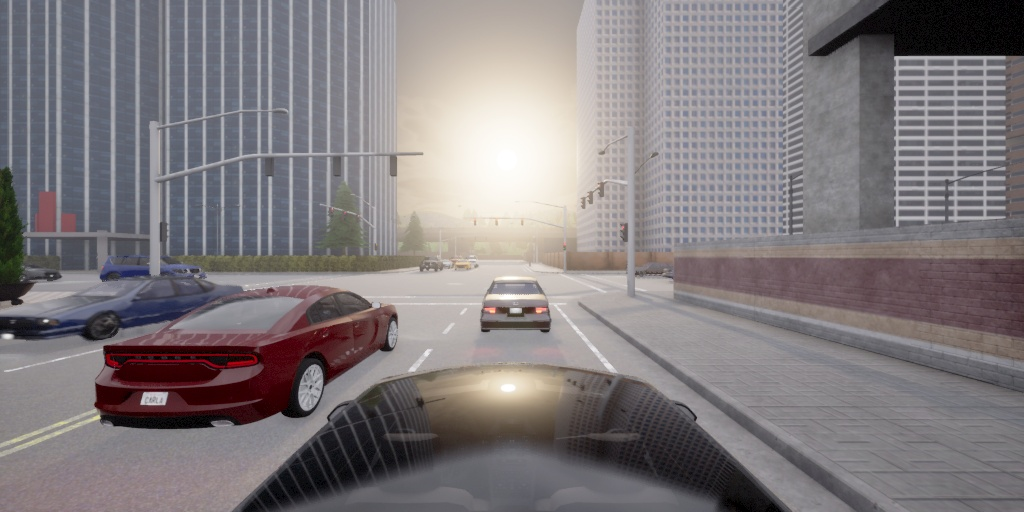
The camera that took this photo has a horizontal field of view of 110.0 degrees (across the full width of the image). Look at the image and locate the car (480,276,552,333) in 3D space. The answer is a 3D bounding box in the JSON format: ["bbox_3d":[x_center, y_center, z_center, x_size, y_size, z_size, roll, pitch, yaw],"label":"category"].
[{"bbox_3d":[0.090,1.297,10.757,2.033,1.411,5.357,0,0,0],"label":"car"}]

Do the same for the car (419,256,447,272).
[{"bbox_3d":[-10.569,0.972,47.353,2.150,2.045,5.566,0,0,0],"label":"car"}]

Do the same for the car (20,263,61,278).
[{"bbox_3d":[-37.212,1.255,27.074,4.892,1.490,1.837,0,0,0],"label":"car"}]

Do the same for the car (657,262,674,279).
[{"bbox_3d":[14.452,1.297,27.540,5.357,1.411,2.033,0,0,0],"label":"car"}]

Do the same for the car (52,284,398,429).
[{"bbox_3d":[-3.440,1.228,5.945,1.882,1.535,5.008,0,0,0],"label":"car"}]

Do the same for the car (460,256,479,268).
[{"bbox_3d":[-7.031,0.971,61.800,2.150,2.045,5.566,0,0,0],"label":"car"}]

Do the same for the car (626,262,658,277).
[{"bbox_3d":[13.912,1.297,34.737,5.357,1.411,2.033,0,0,0],"label":"car"}]

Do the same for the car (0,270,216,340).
[{"bbox_3d":[-10.321,1.297,10.141,2.033,1.411,5.357,0,0,5],"label":"car"}]

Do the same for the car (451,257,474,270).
[{"bbox_3d":[-7.063,1.227,51.959,1.882,1.535,5.008,0,0,0],"label":"car"}]

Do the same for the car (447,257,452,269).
[{"bbox_3d":[-10.551,1.275,56.892,1.812,1.442,4.674,0,0,0],"label":"car"}]

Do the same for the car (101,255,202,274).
[{"bbox_3d":[-23.594,0.971,23.652,5.566,2.045,2.150,0,0,0],"label":"car"}]

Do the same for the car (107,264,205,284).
[{"bbox_3d":[-26.784,1.297,27.131,5.357,1.411,2.033,0,0,0],"label":"car"}]
